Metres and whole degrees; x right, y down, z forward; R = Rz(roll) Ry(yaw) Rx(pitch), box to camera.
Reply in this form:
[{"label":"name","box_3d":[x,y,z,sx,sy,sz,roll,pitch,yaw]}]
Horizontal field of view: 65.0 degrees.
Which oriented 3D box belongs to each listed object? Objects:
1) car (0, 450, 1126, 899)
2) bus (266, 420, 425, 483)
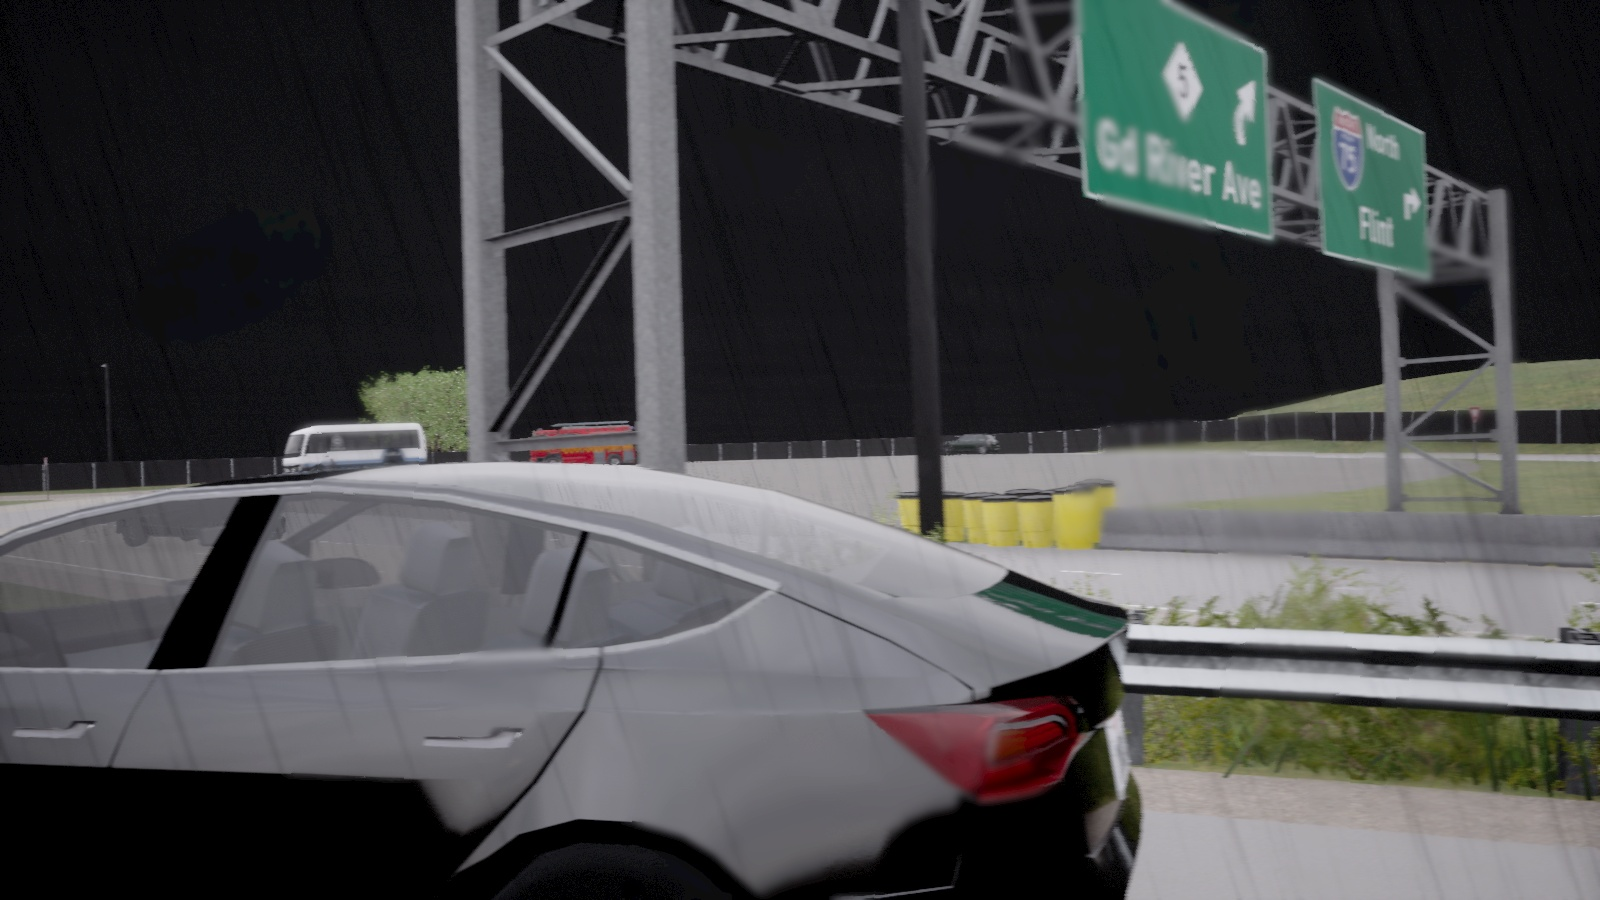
[{"label":"car","box_3d":[-1.533,0.763,3.806,4.792,1.488,2.163,0,1,17]},{"label":"bus","box_3d":[-33.747,0.069,93.572,10.273,4.253,3.944,-3,0,-44]}]
